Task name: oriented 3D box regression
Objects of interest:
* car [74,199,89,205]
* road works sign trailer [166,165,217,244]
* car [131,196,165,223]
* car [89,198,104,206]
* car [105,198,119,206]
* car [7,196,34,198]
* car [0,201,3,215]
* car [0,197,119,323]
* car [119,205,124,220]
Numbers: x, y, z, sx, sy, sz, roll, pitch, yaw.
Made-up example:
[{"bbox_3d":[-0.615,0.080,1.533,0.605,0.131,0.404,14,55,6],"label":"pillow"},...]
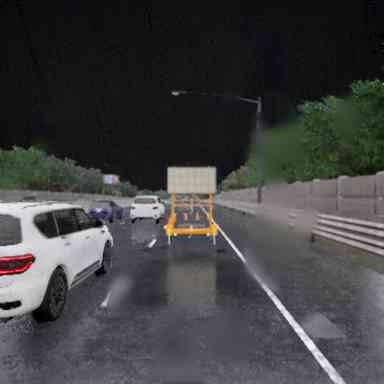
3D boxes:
[{"bbox_3d":[-24.572,2.222,74.062,1.812,1.442,4.674,0,-1,0],"label":"car"},{"bbox_3d":[-0.010,0.507,16.035,2.380,3.560,2.880,0,0,0],"label":"road works sign trailer"},{"bbox_3d":[-3.424,1.333,26.410,2.150,2.045,5.566,0,0,0],"label":"car"},{"bbox_3d":[-21.072,2.172,73.649,1.882,1.535,5.008,0,-1,0],"label":"car"},{"bbox_3d":[-17.571,2.169,73.236,1.882,1.535,5.008,0,-1,0],"label":"car"},{"bbox_3d":[-17.631,1.408,33.588,2.150,2.045,5.566,0,-1,0],"label":"car"},{"bbox_3d":[-21.123,1.707,33.292,1.812,1.442,4.674,0,-1,0],"label":"car"},{"bbox_3d":[-3.394,1.238,7.370,2.150,2.045,5.566,0,0,0],"label":"car"},{"bbox_3d":[-6.925,1.467,26.780,2.097,1.767,4.553,0,0,0],"label":"car"}]
